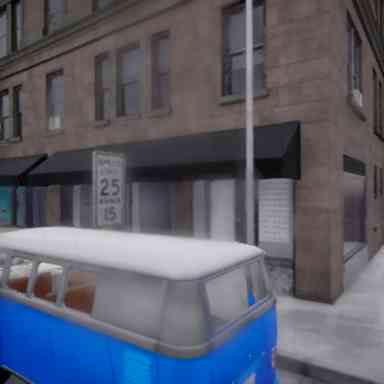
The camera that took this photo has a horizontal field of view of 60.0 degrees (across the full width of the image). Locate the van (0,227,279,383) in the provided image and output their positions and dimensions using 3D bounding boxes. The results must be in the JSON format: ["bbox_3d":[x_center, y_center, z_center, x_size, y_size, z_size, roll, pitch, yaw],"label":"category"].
[{"bbox_3d":[-1.046,1.368,3.822,3.998,1.788,1.690,-1,0,36],"label":"van"}]
